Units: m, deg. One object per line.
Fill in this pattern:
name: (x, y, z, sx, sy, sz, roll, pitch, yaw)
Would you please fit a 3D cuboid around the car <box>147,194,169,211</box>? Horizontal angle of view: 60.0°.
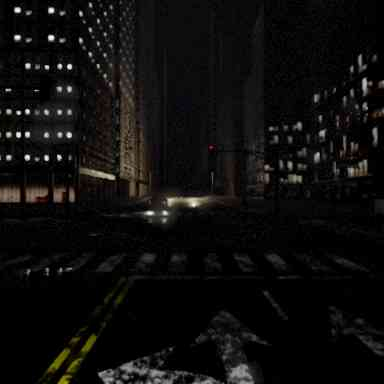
car: (-3.754, 1.138, 37.297, 2.097, 1.767, 4.553, 0, 0, -1)
